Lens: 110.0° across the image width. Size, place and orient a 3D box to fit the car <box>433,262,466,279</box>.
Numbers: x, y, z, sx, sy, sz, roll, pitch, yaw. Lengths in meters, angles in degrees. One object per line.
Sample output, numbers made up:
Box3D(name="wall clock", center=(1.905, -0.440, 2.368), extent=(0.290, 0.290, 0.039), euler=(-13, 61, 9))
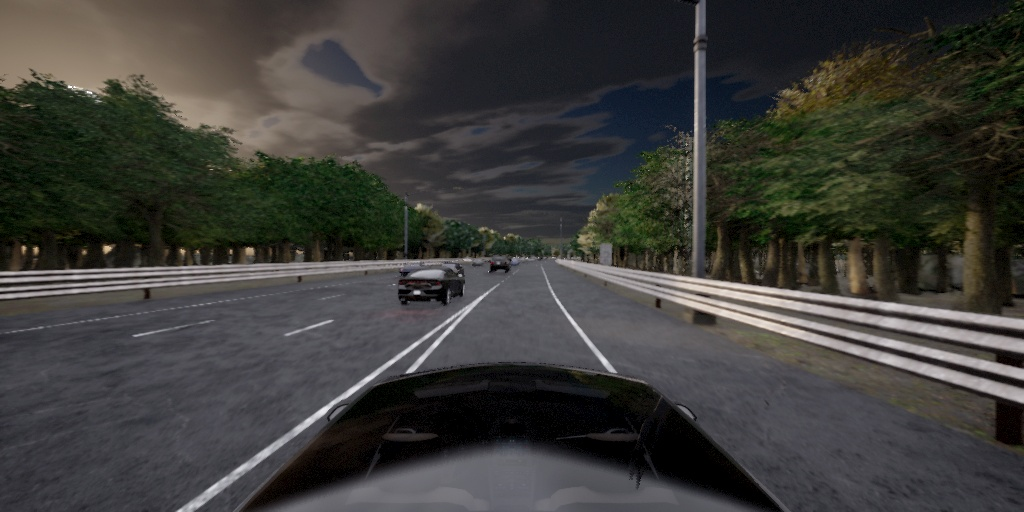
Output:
Box3D(name="car", center=(-5.643, 1.272, 33.001), extent=(1.994, 1.385, 4.181), euler=(0, 0, 4))

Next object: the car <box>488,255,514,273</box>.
Box3D(name="car", center=(-1.366, 0.956, 43.782), extent=(2.150, 2.045, 5.566), euler=(0, 0, 4))

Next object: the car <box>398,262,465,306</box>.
Box3D(name="car", center=(-3.356, 1.204, 15.816), extent=(1.882, 1.535, 5.008), euler=(0, 0, 4))
